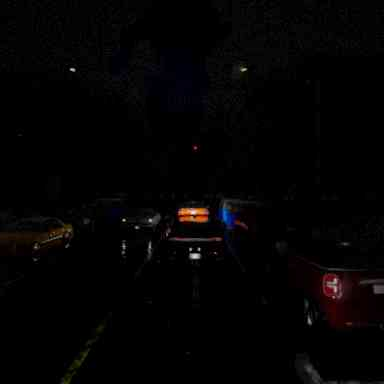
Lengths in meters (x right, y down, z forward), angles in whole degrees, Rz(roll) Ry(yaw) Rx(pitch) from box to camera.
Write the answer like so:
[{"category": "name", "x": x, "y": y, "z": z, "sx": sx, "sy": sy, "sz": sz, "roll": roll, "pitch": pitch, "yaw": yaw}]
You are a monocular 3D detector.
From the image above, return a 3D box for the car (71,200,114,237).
[{"category": "car", "x": -5.776, "y": 1.426, "z": 17.627, "sx": 1.967, "sy": 1.590, "sz": 4.097, "roll": 0, "pitch": 0, "yaw": 0}]

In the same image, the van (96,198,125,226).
[{"category": "van", "x": -5.780, "y": 1.323, "z": 23.064, "sx": 1.690, "sy": 1.788, "sz": 3.998, "roll": 0, "pitch": 0, "yaw": 0}]

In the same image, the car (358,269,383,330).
[{"category": "car", "x": 2.761, "y": 1.543, "z": 1.320, "sx": 1.887, "sy": 1.381, "sz": 4.507, "roll": 0, "pitch": 0, "yaw": 0}]

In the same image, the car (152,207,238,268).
[{"category": "car", "x": 0.093, "y": 1.483, "z": 11.260, "sx": 2.128, "sy": 1.511, "sz": 4.902, "roll": 0, "pitch": 0, "yaw": 0}]

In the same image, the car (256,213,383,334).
[{"category": "car", "x": 2.757, "y": 1.434, "z": 6.757, "sx": 1.967, "sy": 1.590, "sz": 4.097, "roll": 0, "pitch": 0, "yaw": 0}]

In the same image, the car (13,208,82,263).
[{"category": "car", "x": -5.772, "y": 1.515, "z": 12.020, "sx": 1.752, "sy": 1.417, "sz": 4.829, "roll": 0, "pitch": 0, "yaw": 0}]

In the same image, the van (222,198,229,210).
[{"category": "van", "x": 2.749, "y": 1.327, "z": 17.632, "sx": 1.690, "sy": 1.788, "sz": 3.998, "roll": 0, "pitch": 0, "yaw": 0}]

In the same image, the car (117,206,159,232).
[{"category": "car", "x": -3.013, "y": 1.637, "z": 20.421, "sx": 1.895, "sy": 1.301, "sz": 4.718, "roll": 0, "pitch": 0, "yaw": 0}]

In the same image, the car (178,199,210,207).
[{"category": "car", "x": 0.122, "y": 1.334, "z": 22.768, "sx": 2.097, "sy": 1.767, "sz": 4.553, "roll": 0, "pitch": 0, "yaw": 1}]

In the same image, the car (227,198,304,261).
[{"category": "car", "x": 2.753, "y": 1.305, "z": 12.195, "sx": 2.192, "sy": 1.841, "sz": 5.009, "roll": 0, "pitch": 0, "yaw": 0}]

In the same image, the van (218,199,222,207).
[{"category": "van", "x": 2.746, "y": 1.323, "z": 23.070, "sx": 1.690, "sy": 1.788, "sz": 3.998, "roll": 0, "pitch": 0, "yaw": 0}]

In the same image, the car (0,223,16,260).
[{"category": "car", "x": -5.768, "y": 1.560, "z": 6.752, "sx": 1.947, "sy": 1.339, "sz": 4.313, "roll": 0, "pitch": 0, "yaw": 0}]
